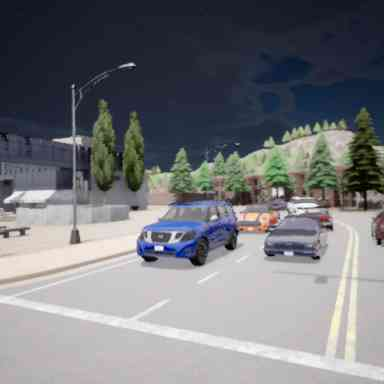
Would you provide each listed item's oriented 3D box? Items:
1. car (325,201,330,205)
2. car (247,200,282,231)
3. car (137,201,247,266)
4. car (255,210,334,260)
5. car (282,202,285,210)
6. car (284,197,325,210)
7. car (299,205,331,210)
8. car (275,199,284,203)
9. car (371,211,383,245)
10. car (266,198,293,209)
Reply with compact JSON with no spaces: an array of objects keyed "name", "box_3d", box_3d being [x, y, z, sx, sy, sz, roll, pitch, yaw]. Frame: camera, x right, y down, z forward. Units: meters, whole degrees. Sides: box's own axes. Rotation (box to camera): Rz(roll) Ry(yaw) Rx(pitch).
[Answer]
[{"name":"car","box_3d":[17.443,1.878,46.519,1.837,1.490,4.892,-1,-1,-9]},{"name":"car","box_3d":[4.273,1.597,21.569,2.097,1.767,4.553,-1,-1,22]},{"name":"car","box_3d":[0.151,1.413,12.850,2.150,2.045,5.566,-1,-1,25]},{"name":"car","box_3d":[4.379,1.672,13.395,2.033,1.411,5.357,-1,-1,26]},{"name":"car","box_3d":[7.093,1.897,31.127,1.994,1.385,4.181,-1,-1,7]},{"name":"car","box_3d":[10.871,1.509,32.609,2.150,2.045,5.566,-1,-1,6]},{"name":"car","box_3d":[8.329,1.782,22.136,1.895,1.301,4.718,-1,-1,20]},{"name":"car","box_3d":[13.681,2.018,47.501,1.994,1.385,4.181,-1,-1,-11]},{"name":"car","box_3d":[9.541,1.590,15.569,1.812,1.442,4.674,-1,-1,25]},{"name":"car","box_3d":[14.681,1.913,56.140,2.097,1.767,4.553,-1,-1,-20]}]
